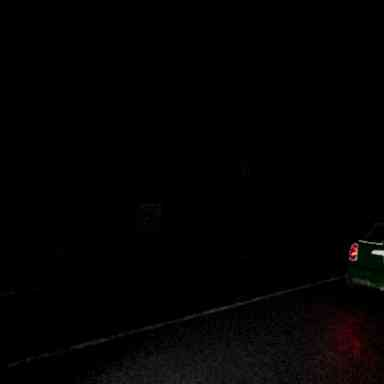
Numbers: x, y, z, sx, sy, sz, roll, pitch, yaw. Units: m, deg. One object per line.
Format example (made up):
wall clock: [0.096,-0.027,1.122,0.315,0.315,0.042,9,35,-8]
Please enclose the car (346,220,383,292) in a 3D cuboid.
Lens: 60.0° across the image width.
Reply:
car: [5.640,1.372,7.770,4.553,1.767,2.097,0,0,-36]
